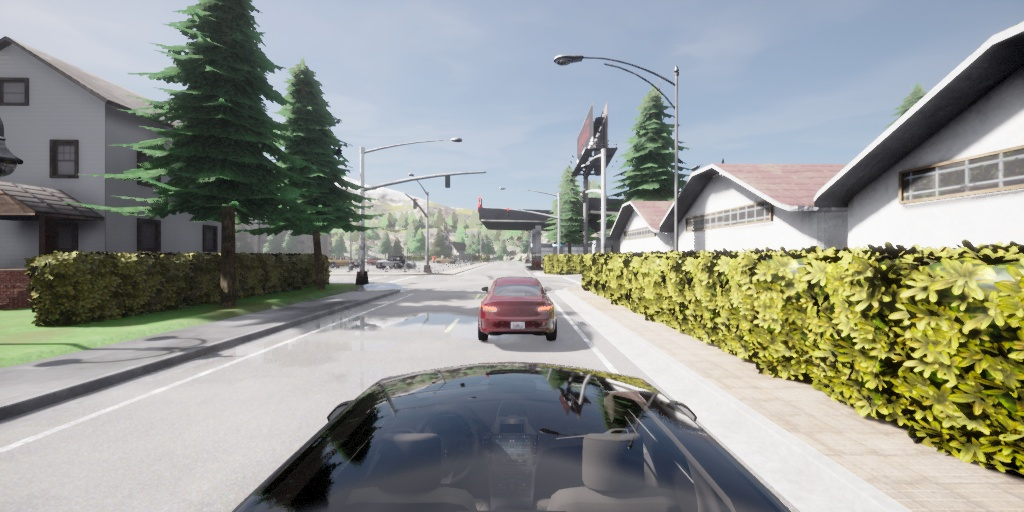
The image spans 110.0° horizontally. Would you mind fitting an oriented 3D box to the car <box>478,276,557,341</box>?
[{"bbox_3d":[0.127,1.276,9.753,1.812,1.442,4.674,0,0,0],"label":"car"}]
